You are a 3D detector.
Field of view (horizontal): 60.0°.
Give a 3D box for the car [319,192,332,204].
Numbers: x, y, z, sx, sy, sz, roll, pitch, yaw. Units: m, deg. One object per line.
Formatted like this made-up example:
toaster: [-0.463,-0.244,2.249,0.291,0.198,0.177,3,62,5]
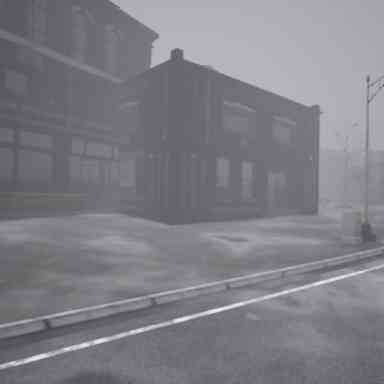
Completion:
car: [22.661,1.061,60.260,2.150,2.045,5.566,2,0,-22]
